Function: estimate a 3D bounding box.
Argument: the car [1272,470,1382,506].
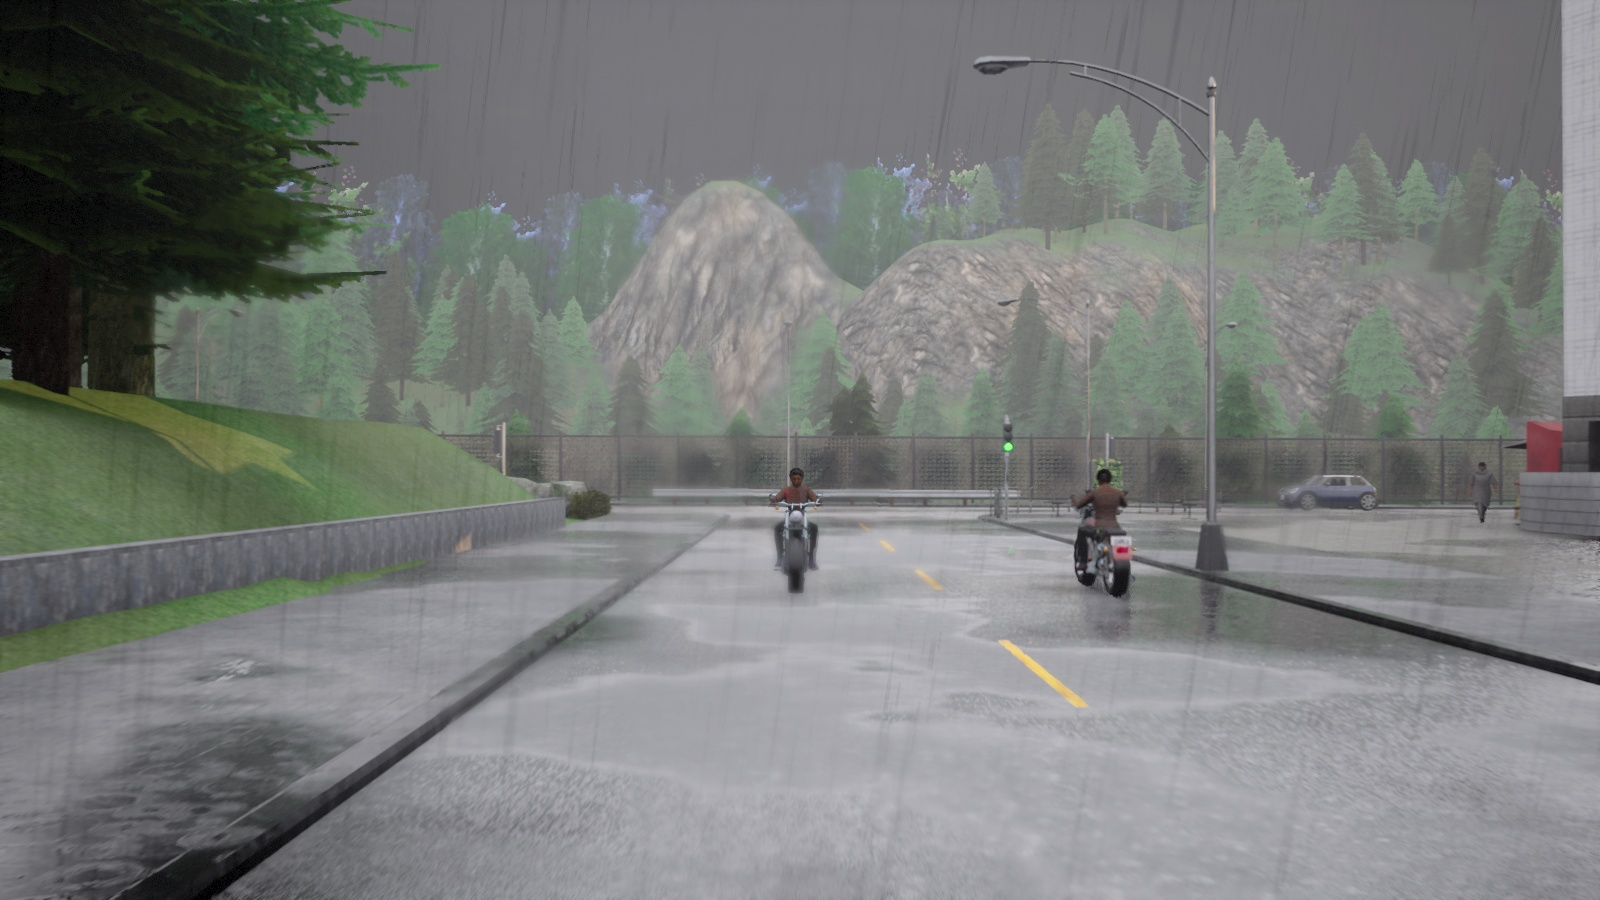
[{"bbox_3d":[22.249,1.580,53.126,3.806,1.475,1.970,0,-1,0],"label":"car"}]

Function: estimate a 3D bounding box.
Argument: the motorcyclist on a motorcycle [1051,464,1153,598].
[{"bbox_3d":[3.962,1.029,16.690,0.766,1.649,2.350,0,-1,0],"label":"motorcyclist on a motorcycle"}]

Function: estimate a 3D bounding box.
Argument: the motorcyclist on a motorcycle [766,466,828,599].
[{"bbox_3d":[-0.039,1.047,16.828,0.766,1.649,2.350,0,-1,0],"label":"motorcyclist on a motorcycle"}]

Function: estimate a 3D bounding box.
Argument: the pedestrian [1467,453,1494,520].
[{"bbox_3d":[20.226,1.068,37.317,0.659,1.952,0.873,-1,-1,27],"label":"pedestrian"}]
